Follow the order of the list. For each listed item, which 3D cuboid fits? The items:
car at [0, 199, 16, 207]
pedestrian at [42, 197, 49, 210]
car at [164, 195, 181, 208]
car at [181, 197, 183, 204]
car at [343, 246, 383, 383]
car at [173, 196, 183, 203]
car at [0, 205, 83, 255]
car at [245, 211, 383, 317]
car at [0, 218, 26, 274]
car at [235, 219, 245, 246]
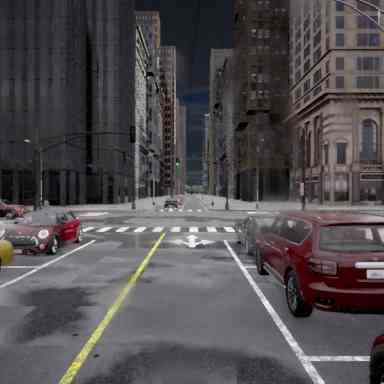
[{"bbox_3d":[-16.339,1.399,28.378,4.553,1.767,2.097,0,0,0],"label":"car"},{"bbox_3d":[-8.430,1.141,19.068,0.375,1.860,0.375,0,0,0],"label":"pedestrian"},{"bbox_3d":[-2.981,1.548,48.258,2.033,1.411,5.357,0,0,-1],"label":"car"},{"bbox_3d":[-2.934,1.355,58.381,2.097,1.767,4.553,0,0,0],"label":"car"},{"bbox_3d":[2.759,1.440,1.779,1.967,1.590,4.097,0,0,0],"label":"car"},{"bbox_3d":[-2.848,1.607,68.573,1.895,1.301,4.718,0,0,1],"label":"car"},{"bbox_3d":[-5.767,1.439,12.982,1.967,1.590,4.097,0,0,0],"label":"car"},{"bbox_3d":[2.758,1.314,7.382,2.192,1.841,5.009,0,0,0],"label":"car"},{"bbox_3d":[-5.766,1.525,7.210,1.752,1.417,4.829,0,0,0],"label":"car"},{"bbox_3d":[2.759,1.550,12.984,2.008,1.369,4.403,0,0,0],"label":"car"}]
